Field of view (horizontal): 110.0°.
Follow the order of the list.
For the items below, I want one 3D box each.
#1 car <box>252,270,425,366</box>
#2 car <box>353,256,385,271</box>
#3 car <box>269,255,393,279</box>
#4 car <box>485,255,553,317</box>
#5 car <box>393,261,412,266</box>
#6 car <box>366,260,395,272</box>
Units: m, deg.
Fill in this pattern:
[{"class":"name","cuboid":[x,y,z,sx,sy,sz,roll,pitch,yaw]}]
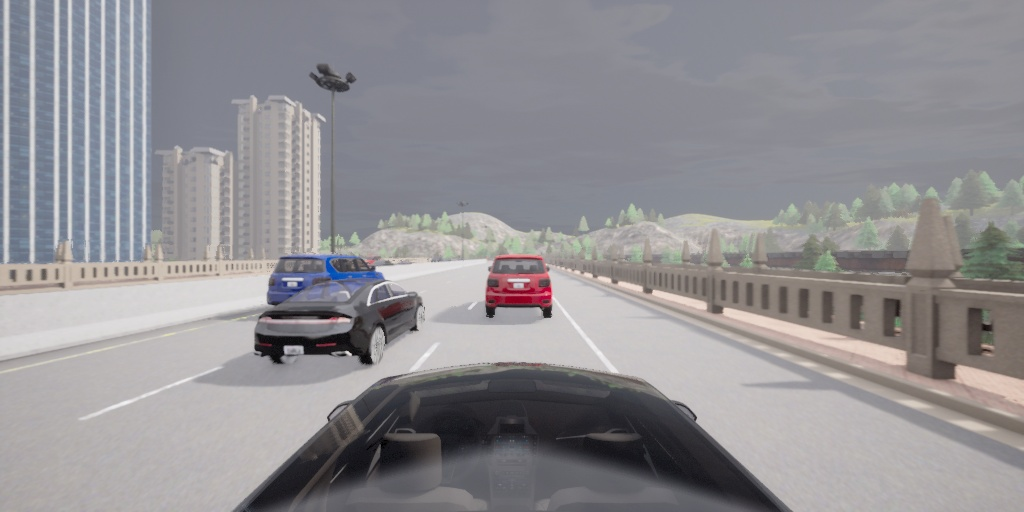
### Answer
[{"class":"car","cuboid":[-3.331,1.240,7.952,2.128,1.511,4.902,0,0,1]},{"class":"car","cuboid":[-20.077,0.964,50.724,2.150,2.045,5.566,0,0,2]},{"class":"car","cuboid":[-6.738,0.969,13.764,2.150,2.045,5.566,0,0,1]},{"class":"car","cuboid":[0.254,0.973,13.314,2.150,2.045,5.566,0,0,1]},{"class":"car","cuboid":[-13.252,1.310,43.781,1.994,1.385,4.181,0,0,2]},{"class":"car","cuboid":[-16.703,1.251,45.807,1.837,1.490,4.892,0,-1,2]}]
